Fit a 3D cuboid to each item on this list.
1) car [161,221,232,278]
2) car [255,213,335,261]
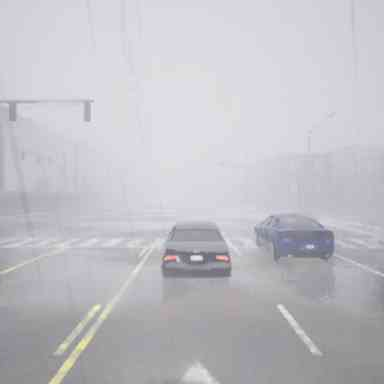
[{"bbox_3d":[0.103,1.602,10.267,2.033,1.411,5.357,0,0,0],"label":"car"},{"bbox_3d":[3.652,1.544,12.674,1.882,1.535,5.008,0,0,1],"label":"car"}]
